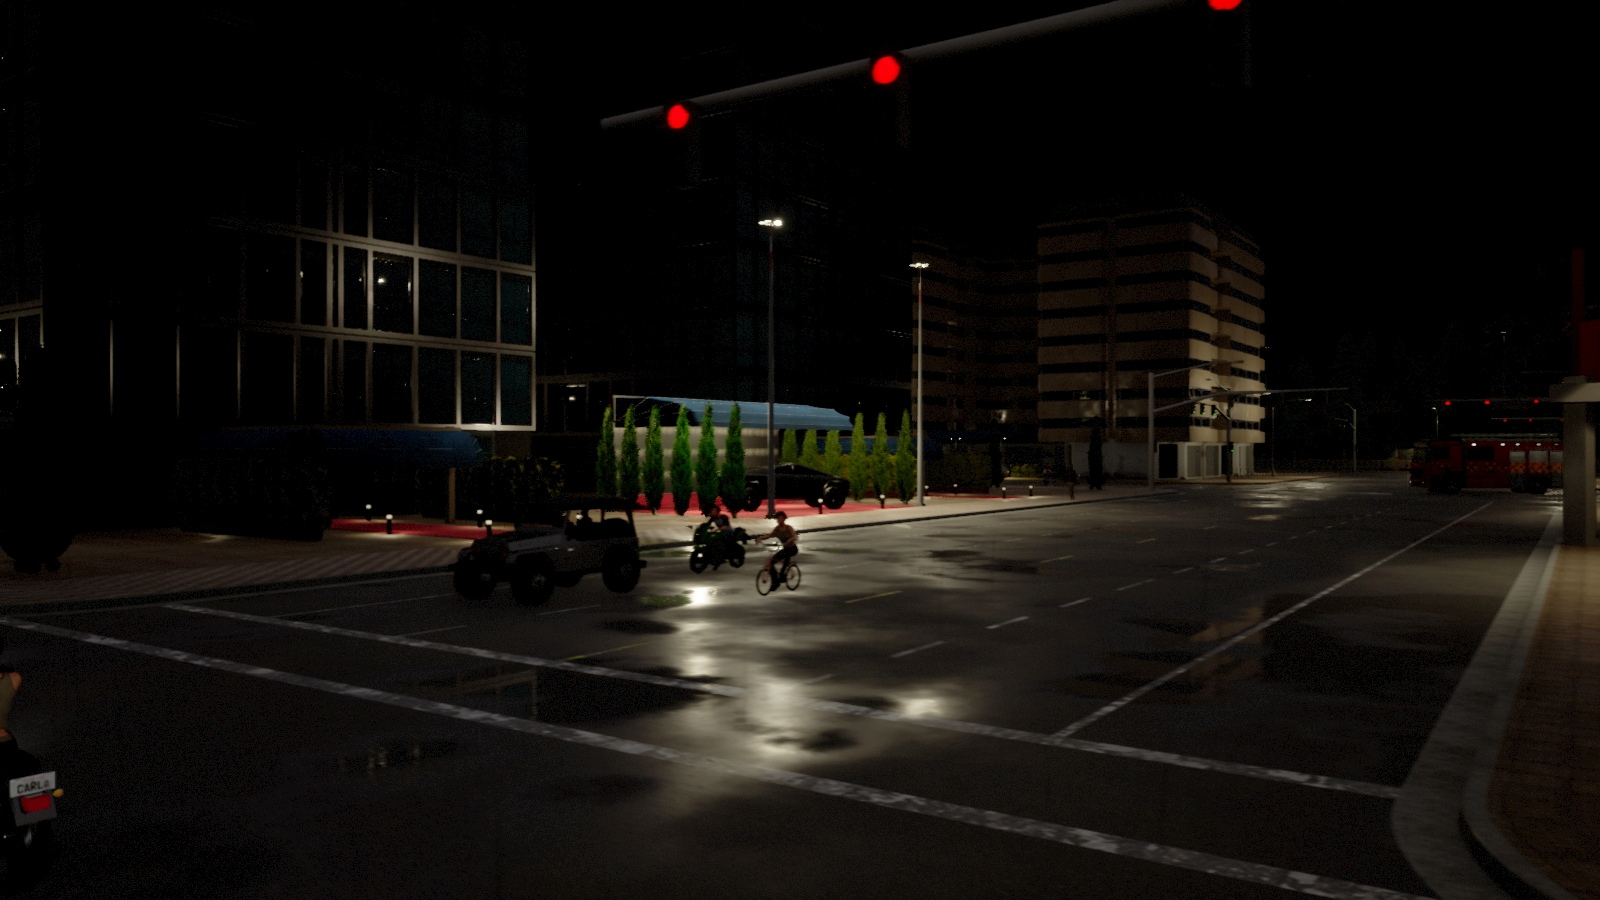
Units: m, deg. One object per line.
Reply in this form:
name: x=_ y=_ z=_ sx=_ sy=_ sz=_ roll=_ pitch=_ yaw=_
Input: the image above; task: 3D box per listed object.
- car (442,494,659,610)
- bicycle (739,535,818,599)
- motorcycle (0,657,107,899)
car: x=-4.752 y=1.869 z=22.221 sx=1.905 sy=1.878 sz=3.866 roll=0 pitch=0 yaw=35
bicycle: x=-0.410 y=2.266 z=22.383 sx=0.859 sy=1.080 sz=1.487 roll=0 pitch=0 yaw=34
motorcycle: x=-5.673 y=2.161 z=7.759 sx=2.356 sy=1.307 sz=0.764 roll=0 pitch=0 yaw=35
